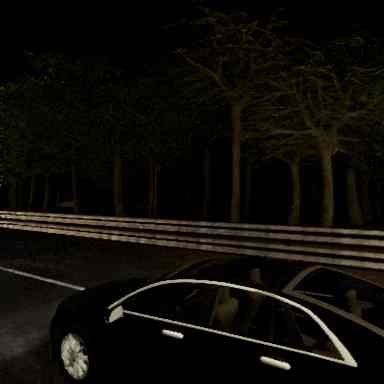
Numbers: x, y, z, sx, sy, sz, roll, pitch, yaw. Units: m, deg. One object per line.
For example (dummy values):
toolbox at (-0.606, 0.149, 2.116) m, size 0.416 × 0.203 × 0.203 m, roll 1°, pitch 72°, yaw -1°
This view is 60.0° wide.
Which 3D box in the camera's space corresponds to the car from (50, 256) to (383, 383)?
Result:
car at (0.360, 1.518, 3.735) m, size 4.892 × 1.490 × 1.837 m, roll -1°, pitch 0°, yaw 35°
